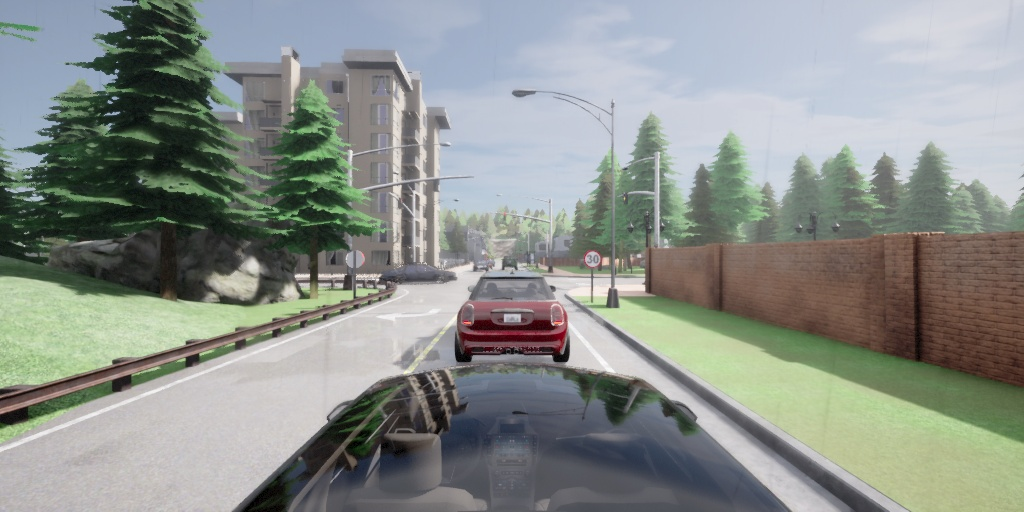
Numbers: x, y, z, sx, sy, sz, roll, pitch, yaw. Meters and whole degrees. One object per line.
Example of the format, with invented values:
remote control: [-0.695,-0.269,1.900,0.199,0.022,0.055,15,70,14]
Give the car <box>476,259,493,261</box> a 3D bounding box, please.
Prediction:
car: [-3.982,1.241,46.675,2.128,1.511,4.902,0,0,-1]

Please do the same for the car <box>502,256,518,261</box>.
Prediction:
car: [-0.342,0.971,53.880,2.150,2.045,5.566,0,0,-1]

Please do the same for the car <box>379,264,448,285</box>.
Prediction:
car: [-6.695,1.304,25.841,5.357,1.411,2.033,0,0,-14]

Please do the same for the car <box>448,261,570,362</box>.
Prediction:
car: [0.005,1.102,8.354,2.097,1.767,4.553,0,0,0]
